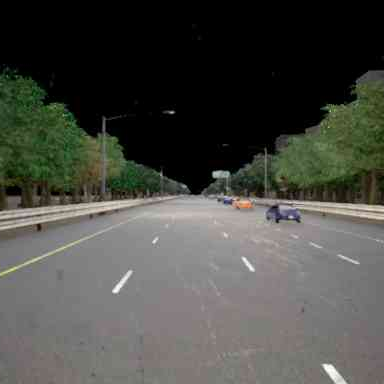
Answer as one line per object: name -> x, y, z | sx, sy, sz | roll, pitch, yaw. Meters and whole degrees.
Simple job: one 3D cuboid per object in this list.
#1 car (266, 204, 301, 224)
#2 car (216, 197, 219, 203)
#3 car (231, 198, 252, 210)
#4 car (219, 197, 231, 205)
car -> 7.042, 1.628, 25.901 | 1.812, 1.442, 4.674 | 0, 0, 0
car -> 7.418, 2.000, 85.569 | 1.837, 1.490, 4.892 | 0, 0, 1
car -> 7.132, 1.580, 47.013 | 2.097, 1.767, 4.553 | 0, 0, 0
car -> 7.274, 1.859, 68.567 | 1.882, 1.535, 5.008 | 0, 0, 0
